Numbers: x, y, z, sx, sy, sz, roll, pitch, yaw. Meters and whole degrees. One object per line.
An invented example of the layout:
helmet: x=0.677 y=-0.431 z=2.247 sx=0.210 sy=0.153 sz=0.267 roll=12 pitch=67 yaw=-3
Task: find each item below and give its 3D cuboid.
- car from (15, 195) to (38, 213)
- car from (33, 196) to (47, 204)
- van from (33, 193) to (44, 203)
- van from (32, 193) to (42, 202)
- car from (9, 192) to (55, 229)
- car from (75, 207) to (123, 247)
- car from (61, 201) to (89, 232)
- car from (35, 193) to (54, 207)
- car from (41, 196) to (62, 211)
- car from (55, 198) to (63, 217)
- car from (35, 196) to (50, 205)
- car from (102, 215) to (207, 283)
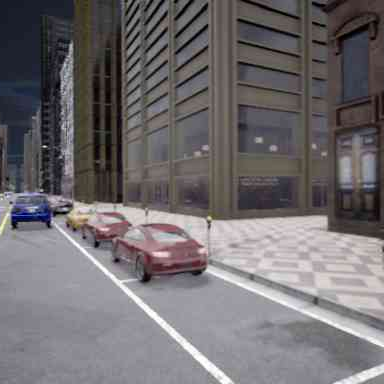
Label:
car: x=-17.939 y=1.233 z=35.938 sx=2.097 sy=1.767 sz=4.553 roll=0 pitch=0 yaw=-27
car: x=-27.085 y=1.348 z=59.247 sx=2.008 sy=1.369 sz=4.403 roll=-1 pitch=0 yaw=-28
van: x=-29.687 y=1.124 z=64.227 sx=1.690 sy=1.788 sz=3.998 roll=-1 pitch=0 yaw=-28
van: x=-32.288 y=1.111 z=69.207 sx=1.690 sy=1.788 sz=3.998 roll=-1 pitch=0 yaw=-28
car: x=-10.451 y=1.145 z=21.584 sx=2.150 sy=2.045 sz=5.566 roll=0 pitch=1 yaw=-27
car: x=-3.678 y=1.510 z=14.422 sx=1.802 sy=1.307 sz=4.206 roll=0 pitch=0 yaw=-28
car: x=-6.358 y=1.437 z=19.553 sx=1.752 sy=1.417 sz=4.829 roll=0 pitch=0 yaw=-28
car: x=-21.885 y=1.140 z=49.284 sx=2.192 sy=1.841 sz=5.009 roll=-1 pitch=0 yaw=-28
car: x=-16.682 y=1.294 z=39.324 sx=1.967 sy=1.590 sz=4.097 roll=-1 pitch=0 yaw=-28
car: x=-11.480 y=1.449 z=29.364 sx=1.947 sy=1.339 sz=4.313 roll=-1 pitch=0 yaw=-28
car: x=-24.484 y=1.377 z=54.267 sx=1.947 sy=1.339 sz=4.313 roll=-1 pitch=0 yaw=-28
car: x=-1.077 y=1.528 z=9.442 sx=1.802 sy=1.307 sz=4.206 roll=0 pitch=0 yaw=-28
